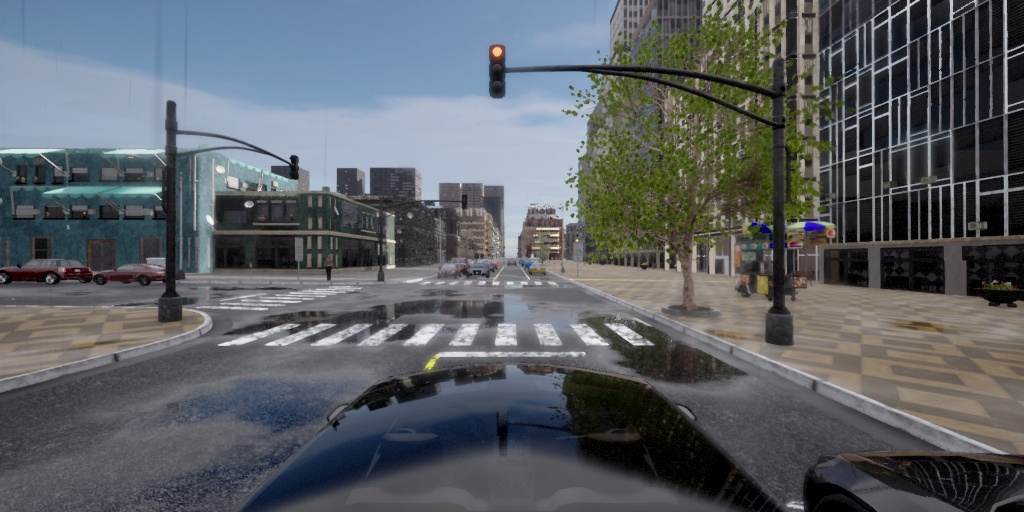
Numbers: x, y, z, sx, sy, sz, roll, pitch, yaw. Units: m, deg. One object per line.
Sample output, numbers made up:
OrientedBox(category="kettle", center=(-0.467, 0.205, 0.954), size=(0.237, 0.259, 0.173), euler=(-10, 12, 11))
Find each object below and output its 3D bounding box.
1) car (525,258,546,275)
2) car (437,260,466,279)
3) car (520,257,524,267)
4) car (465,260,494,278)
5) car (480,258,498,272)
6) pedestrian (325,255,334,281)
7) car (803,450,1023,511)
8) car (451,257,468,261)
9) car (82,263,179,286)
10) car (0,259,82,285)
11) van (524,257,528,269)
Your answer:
OrientedBox(category="car", center=(2.702, 1.278, 38.630), size=(1.751, 1.417, 4.829), euler=(0, 0, 0))
OrientedBox(category="car", center=(-5.680, 1.334, 32.909), size=(1.802, 1.307, 4.207), euler=(0, 0, 0))
OrientedBox(category="car", center=(2.706, 1.305, 55.113), size=(2.007, 1.370, 4.403), euler=(0, 0, 0))
OrientedBox(category="car", center=(-3.089, 1.316, 33.733), size=(1.994, 1.385, 4.181), euler=(0, 0, 0))
OrientedBox(category="car", center=(-3.086, 1.317, 43.782), size=(1.994, 1.385, 4.181), euler=(0, 0, 0))
OrientedBox(category="pedestrian", center=(-12.742, 0.788, 24.916), size=(0.375, 1.860, 0.375), euler=(0, -1, -1))
OrientedBox(category="car", center=(2.691, 1.316, 0.431), size=(1.948, 1.339, 4.313), euler=(0, 0, 0))
OrientedBox(category="car", center=(-5.679, 1.067, 38.460), size=(2.192, 1.841, 5.009), euler=(0, 0, 0))
OrientedBox(category="car", center=(-22.815, 1.090, 21.828), size=(4.207, 1.307, 1.802), euler=(0, 0, -1))
OrientedBox(category="car", center=(-28.363, 0.879, 21.751), size=(4.097, 1.591, 1.967), euler=(0, 0, -1))
OrientedBox(category="van", center=(2.703, 1.094, 44.011), size=(1.690, 1.789, 3.998), euler=(0, 0, 0))
